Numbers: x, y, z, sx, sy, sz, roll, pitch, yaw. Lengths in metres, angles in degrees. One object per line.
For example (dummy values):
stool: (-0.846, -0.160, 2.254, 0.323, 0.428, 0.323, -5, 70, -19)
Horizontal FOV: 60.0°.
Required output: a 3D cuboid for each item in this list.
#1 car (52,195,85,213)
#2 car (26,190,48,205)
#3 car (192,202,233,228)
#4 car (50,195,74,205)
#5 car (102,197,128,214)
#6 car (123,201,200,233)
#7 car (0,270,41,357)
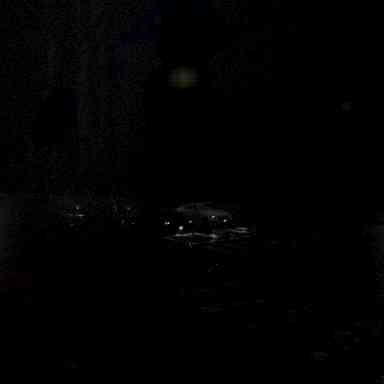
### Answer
car: (-12.551, 1.278, 34.418, 2.128, 1.511, 4.902, -1, 1, -36)
car: (-22.156, 0.938, 47.927, 1.882, 1.535, 5.008, -1, 1, -36)
car: (0.609, 1.410, 21.710, 1.812, 1.442, 4.674, -1, 1, -36)
car: (-19.499, 1.154, 49.805, 2.033, 1.411, 5.357, -1, 1, -36)
car: (-7.269, 1.264, 32.625, 2.128, 1.511, 4.902, -1, 1, -36)
car: (-1.978, 1.480, 19.747, 2.033, 1.411, 5.357, -1, 1, -32)
car: (-4.152, 1.545, 3.690, 4.507, 1.381, 1.887, 0, -1, -36)
